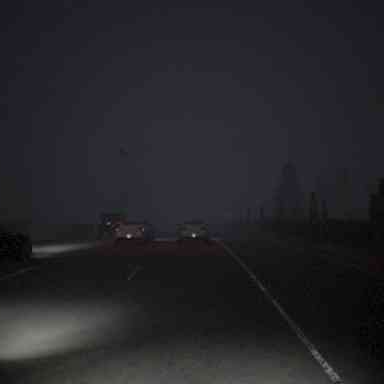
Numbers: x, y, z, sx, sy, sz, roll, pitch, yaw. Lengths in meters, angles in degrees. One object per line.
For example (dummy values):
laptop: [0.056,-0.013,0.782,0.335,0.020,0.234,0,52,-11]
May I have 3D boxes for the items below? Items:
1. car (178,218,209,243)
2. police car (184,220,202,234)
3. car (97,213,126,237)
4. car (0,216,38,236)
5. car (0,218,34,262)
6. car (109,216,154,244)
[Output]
car: [0.101,2.388,20.843,1.812,1.442,4.674,0,-5,0]
police car: [0.104,4.167,39.887,2.038,1.542,4.974,0,-6,0]
car: [-6.897,2.960,30.183,2.150,2.045,5.566,0,-5,0]
car: [-17.495,3.362,33.071,2.097,1.767,4.553,0,-5,0]
car: [-6.899,1.701,10.533,2.128,1.511,4.902,0,-2,0]
car: [-3.398,2.333,20.191,1.812,1.442,4.674,0,-5,0]
